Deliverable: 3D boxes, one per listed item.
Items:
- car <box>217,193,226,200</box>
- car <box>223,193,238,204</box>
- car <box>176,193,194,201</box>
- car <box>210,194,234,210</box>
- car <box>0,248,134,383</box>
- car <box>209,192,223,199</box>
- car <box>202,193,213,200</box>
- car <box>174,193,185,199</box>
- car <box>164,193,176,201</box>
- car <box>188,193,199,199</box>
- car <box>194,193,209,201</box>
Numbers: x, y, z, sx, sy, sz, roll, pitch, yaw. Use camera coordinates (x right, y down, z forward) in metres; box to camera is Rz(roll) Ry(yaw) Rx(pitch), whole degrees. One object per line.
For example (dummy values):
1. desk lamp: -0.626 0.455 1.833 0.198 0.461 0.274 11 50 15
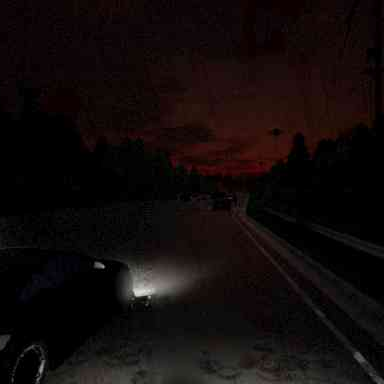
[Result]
1. car: 7.303 1.049 81.951 1.837 1.490 4.892 0 0 10
2. car: 7.165 1.285 60.089 2.128 1.511 4.902 0 0 10
3. car: -1.374 1.258 72.881 2.128 1.511 4.902 0 0 10
4. car: 3.690 1.339 39.937 1.882 1.535 5.008 0 0 10
5. car: -2.383 1.544 5.023 1.994 1.385 4.181 0 0 10
6. car: 5.528 0.968 71.713 2.150 2.045 5.566 0 0 10
7. car: 3.855 1.084 82.549 2.033 1.411 5.357 0 0 10
8. car: -3.042 1.034 83.745 1.837 1.490 4.892 0 0 10
9. car: -4.757 1.083 73.859 2.097 1.767 4.553 0 0 10
10. car: 0.406 1.063 83.147 1.812 1.442 4.674 0 0 10
11. car: 2.146 1.261 72.693 1.812 1.442 4.674 0 0 10
